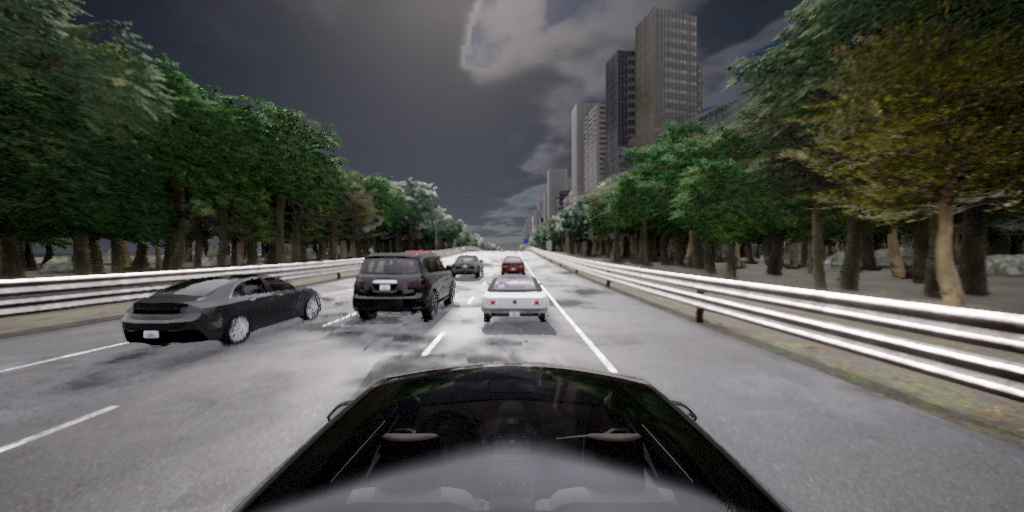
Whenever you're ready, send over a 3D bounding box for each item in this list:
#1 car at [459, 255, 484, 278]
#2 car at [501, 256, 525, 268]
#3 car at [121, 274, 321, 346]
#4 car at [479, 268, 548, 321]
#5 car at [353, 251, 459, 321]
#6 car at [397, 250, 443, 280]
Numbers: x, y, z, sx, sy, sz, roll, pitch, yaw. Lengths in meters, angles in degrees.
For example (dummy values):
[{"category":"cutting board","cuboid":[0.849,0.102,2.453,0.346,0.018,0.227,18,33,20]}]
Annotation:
[{"category":"car","cuboid":[-3.414,0.703,28.232,2.097,1.767,4.553,0,2,0]},{"category":"car","cuboid":[0.090,0.773,30.089,1.882,1.535,5.008,0,2,0]},{"category":"car","cuboid":[-6.915,1.216,9.298,1.837,1.490,4.892,0,1,0]},{"category":"car","cuboid":[0.089,1.281,12.095,1.895,1.301,4.718,0,1,0]},{"category":"car","cuboid":[-3.408,0.900,12.305,2.150,2.045,5.566,0,1,0]},{"category":"car","cuboid":[-6.911,0.591,27.627,2.150,2.045,5.566,0,2,0]}]
